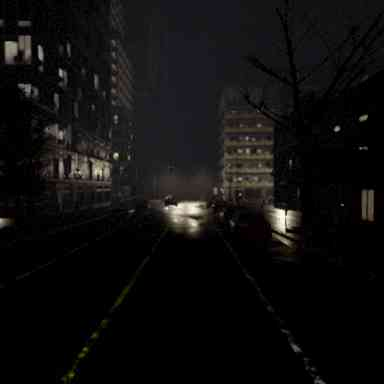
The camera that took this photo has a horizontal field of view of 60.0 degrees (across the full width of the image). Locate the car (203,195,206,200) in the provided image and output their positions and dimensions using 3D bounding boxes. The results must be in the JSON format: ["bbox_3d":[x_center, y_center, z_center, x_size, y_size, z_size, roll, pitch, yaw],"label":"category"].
[{"bbox_3d":[2.820,1.450,44.638,1.752,1.417,4.829,-1,0,0],"label":"car"}]

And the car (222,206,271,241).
[{"bbox_3d":[2.717,1.554,16.246,1.802,1.307,4.206,-1,0,0],"label":"car"}]

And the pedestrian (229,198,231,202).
[{"bbox_3d":[6.150,1.442,53.995,0.500,1.100,0.500,-1,1,0],"label":"pedestrian"}]

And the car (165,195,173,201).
[{"bbox_3d":[-5.680,1.391,82.255,1.752,1.417,4.829,-1,0,0],"label":"car"}]

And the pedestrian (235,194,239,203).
[{"bbox_3d":[7.150,1.220,52.790,0.375,1.860,0.375,-1,1,0],"label":"pedestrian"}]

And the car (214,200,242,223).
[{"bbox_3d":[2.752,1.507,21.890,1.887,1.381,4.507,-1,0,0],"label":"car"}]

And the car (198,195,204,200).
[{"bbox_3d":[2.702,1.408,88.077,2.008,1.369,4.403,-1,0,0],"label":"car"}]

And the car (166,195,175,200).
[{"bbox_3d":[-5.678,1.423,88.079,1.947,1.339,4.313,-1,0,0],"label":"car"}]

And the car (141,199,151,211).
[{"bbox_3d":[-5.821,1.478,38.883,1.887,1.381,4.507,-1,0,0],"label":"car"}]

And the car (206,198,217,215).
[{"bbox_3d":[2.817,1.494,33.179,2.008,1.369,4.403,-1,0,0],"label":"car"}]

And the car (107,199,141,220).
[{"bbox_3d":[-5.797,1.503,27.594,2.008,1.369,4.403,-1,0,0],"label":"car"}]

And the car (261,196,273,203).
[{"bbox_3d":[16.333,1.521,67.597,4.403,1.369,2.008,0,1,1],"label":"car"}]

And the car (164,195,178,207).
[{"bbox_3d":[-3.005,1.464,49.544,2.033,1.411,5.357,0,0,0],"label":"car"}]
